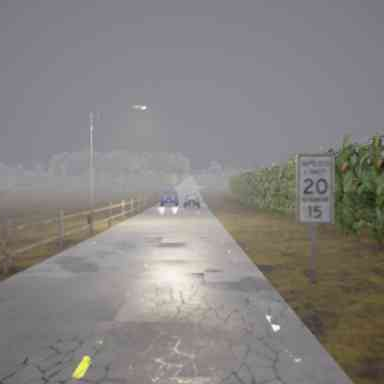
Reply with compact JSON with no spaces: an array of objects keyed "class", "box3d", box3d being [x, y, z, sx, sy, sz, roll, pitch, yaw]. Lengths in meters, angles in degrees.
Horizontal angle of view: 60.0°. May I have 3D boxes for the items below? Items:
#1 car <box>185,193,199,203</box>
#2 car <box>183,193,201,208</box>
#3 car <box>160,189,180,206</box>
[{"class":"car","box3d":[-0.025,0.833,48.709,1.895,1.301,4.718,0,2,0]},{"class":"car","box3d":[-0.023,1.053,38.208,1.812,1.442,4.674,0,1,0]},{"class":"car","box3d":[-2.776,0.645,42.340,2.150,2.045,5.566,0,2,0]}]
